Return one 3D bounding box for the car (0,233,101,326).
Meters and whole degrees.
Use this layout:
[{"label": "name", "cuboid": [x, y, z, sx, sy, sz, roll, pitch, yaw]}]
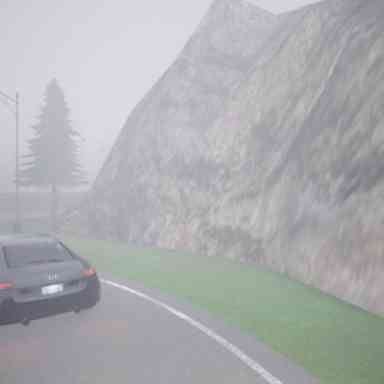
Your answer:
[{"label": "car", "cuboid": [-3.586, 1.557, 6.974, 1.994, 1.385, 4.181, 0, 0, -41]}]
